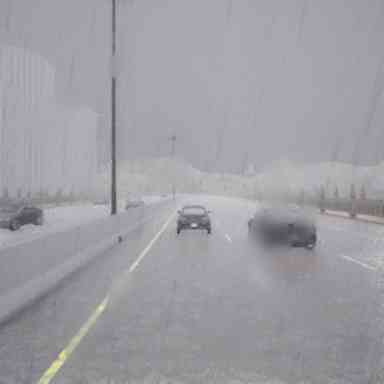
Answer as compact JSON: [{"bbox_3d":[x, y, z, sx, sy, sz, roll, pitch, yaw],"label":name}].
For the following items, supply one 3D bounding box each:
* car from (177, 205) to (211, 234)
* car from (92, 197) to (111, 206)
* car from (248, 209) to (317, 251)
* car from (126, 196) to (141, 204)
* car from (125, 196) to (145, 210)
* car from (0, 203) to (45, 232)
[{"bbox_3d":[0.105,1.487,19.019,1.812,1.442,4.674,0,0,0],"label":"car"},{"bbox_3d":[-14.047,1.461,51.775,1.994,1.385,4.181,0,0,0],"label":"car"},{"bbox_3d":[3.603,1.448,14.085,1.882,1.535,5.008,0,0,0],"label":"car"},{"bbox_3d":[-10.519,1.405,60.337,1.812,1.442,4.674,0,0,1],"label":"car"},{"bbox_3d":[-7.075,1.442,41.660,1.812,1.442,4.674,0,0,0],"label":"car"},{"bbox_3d":[-10.593,1.453,19.855,2.128,1.511,4.902,0,0,0],"label":"car"}]
